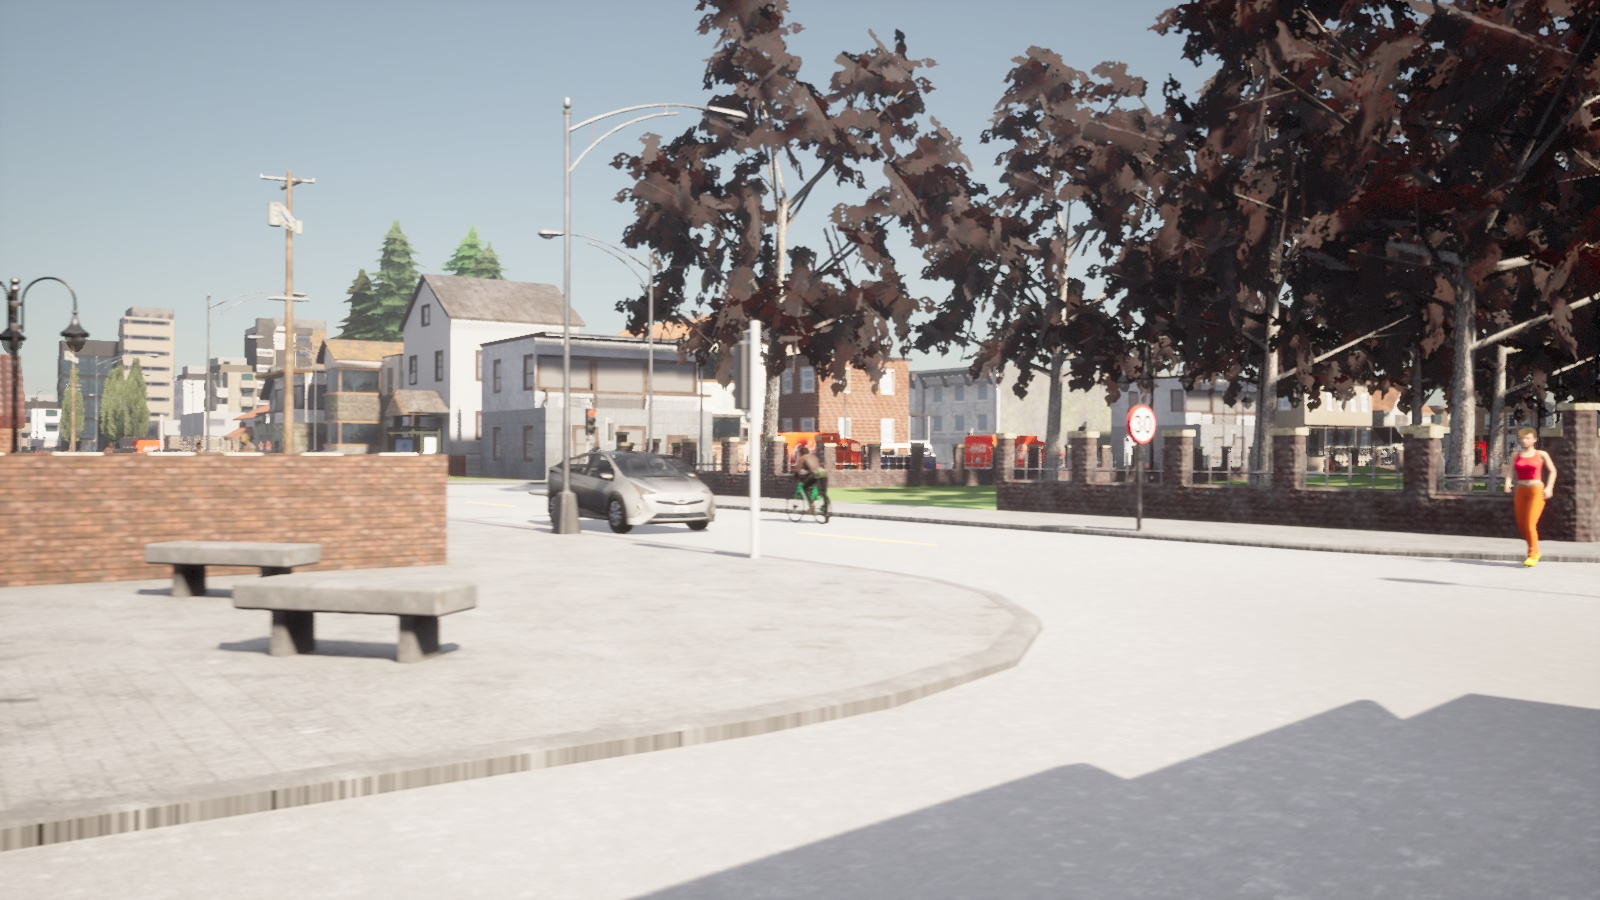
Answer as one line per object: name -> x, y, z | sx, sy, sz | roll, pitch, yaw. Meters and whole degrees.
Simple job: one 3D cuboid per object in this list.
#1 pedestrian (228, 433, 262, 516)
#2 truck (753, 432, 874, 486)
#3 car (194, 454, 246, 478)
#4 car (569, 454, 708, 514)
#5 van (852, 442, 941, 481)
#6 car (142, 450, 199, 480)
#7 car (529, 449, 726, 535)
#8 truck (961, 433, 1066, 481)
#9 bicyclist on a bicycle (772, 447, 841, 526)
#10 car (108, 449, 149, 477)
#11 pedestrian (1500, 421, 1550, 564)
pedestrian -> -12.505, 0.548, 28.300 | 0.331, 1.846, 0.634 | 0, 0, 34
truck -> 0.666, 0.397, 59.879 | 5.204, 2.467, 2.627 | -1, 0, -36
car -> -36.868, 1.012, 79.754 | 2.163, 1.488, 4.792 | 0, 0, -35
car -> -4.319, 0.843, 33.017 | 1.816, 1.474, 4.193 | 0, 0, -36
van -> 5.253, 0.608, 67.986 | 4.480, 2.038, 2.069 | 0, 0, -35
car -> -35.501, 0.835, 70.777 | 2.242, 1.667, 4.611 | 0, 0, -35
car -> -3.500, 0.756, 24.725 | 2.007, 1.525, 4.514 | 0, 0, -35
truck -> 11.465, 0.378, 67.436 | 5.204, 2.467, 2.627 | 0, 0, -35
bicyclist on a bicycle -> 0.120, 0.757, 26.594 | 0.582, 1.620, 1.656 | 0, 0, -36
car -> -45.830, 0.864, 85.638 | 1.932, 1.855, 4.605 | 0, 0, -35
pedestrian -> 9.461, 0.544, 16.391 | 0.594, 1.836, 0.345 | 0, 0, -35
